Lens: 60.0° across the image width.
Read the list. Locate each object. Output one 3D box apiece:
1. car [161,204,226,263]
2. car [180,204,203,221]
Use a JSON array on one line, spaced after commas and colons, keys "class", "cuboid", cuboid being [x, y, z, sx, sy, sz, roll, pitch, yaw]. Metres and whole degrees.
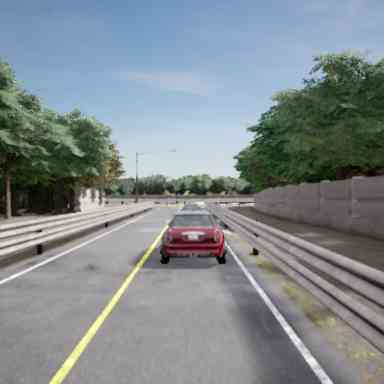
[{"class": "car", "cuboid": [0.030, 1.460, 12.537, 2.097, 1.767, 4.553, 0, -1, 0]}, {"class": "car", "cuboid": [-0.072, 1.841, 30.969, 1.994, 1.385, 4.181, 0, -1, 0]}]
